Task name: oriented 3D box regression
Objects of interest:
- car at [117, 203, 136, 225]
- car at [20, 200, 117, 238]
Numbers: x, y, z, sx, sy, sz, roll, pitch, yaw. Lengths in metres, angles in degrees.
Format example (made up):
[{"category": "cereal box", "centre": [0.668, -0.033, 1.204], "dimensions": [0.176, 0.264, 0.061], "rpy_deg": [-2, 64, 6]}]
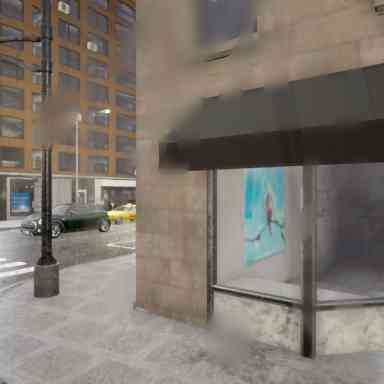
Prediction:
[{"category": "car", "centre": [-4.829, 1.548, 24.650], "dimensions": [1.752, 1.417, 4.829], "rpy_deg": [0, 0, 36]}, {"category": "car", "centre": [-6.634, 1.366, 17.825], "dimensions": [2.097, 1.767, 4.553], "rpy_deg": [0, 0, 36]}]
